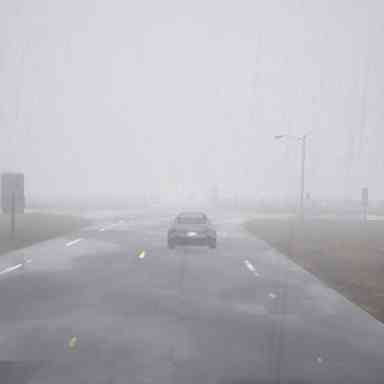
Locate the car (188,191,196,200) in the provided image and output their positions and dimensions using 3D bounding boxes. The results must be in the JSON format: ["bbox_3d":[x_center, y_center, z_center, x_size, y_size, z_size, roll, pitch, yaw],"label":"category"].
[{"bbox_3d":[0.002,1.008,80.019,2.128,1.511,4.902,0,2,0],"label":"car"}]

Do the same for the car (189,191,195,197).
[{"bbox_3d":[0.002,0.514,93.763,1.837,1.490,4.892,0,2,0],"label":"car"}]

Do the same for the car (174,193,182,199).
[{"bbox_3d":[-3.499,1.004,84.414,2.033,1.411,5.357,0,2,0],"label":"car"}]

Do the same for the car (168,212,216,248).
[{"bbox_3d":[0.000,1.561,14.654,1.994,1.385,4.181,0,0,0],"label":"car"}]
